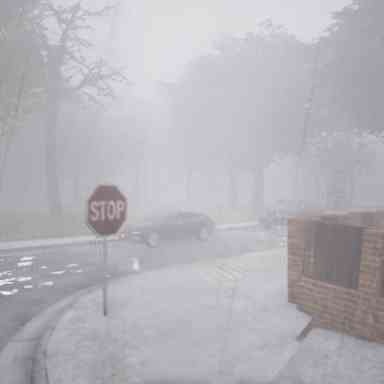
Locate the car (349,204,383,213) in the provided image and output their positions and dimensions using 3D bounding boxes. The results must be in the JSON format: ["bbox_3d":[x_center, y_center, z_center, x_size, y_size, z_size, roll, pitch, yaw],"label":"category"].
[{"bbox_3d":[16.674,1.814,31.237,5.357,1.411,2.033,1,-1,-42],"label":"car"}]

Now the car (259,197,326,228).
[{"bbox_3d":[6.904,1.381,22.464,5.566,2.045,2.150,0,-1,-42],"label":"car"}]

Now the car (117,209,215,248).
[{"bbox_3d":[-1.061,1.581,15.297,4.892,1.490,1.837,1,-1,-42],"label":"car"}]
